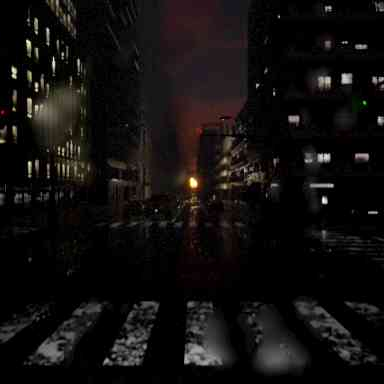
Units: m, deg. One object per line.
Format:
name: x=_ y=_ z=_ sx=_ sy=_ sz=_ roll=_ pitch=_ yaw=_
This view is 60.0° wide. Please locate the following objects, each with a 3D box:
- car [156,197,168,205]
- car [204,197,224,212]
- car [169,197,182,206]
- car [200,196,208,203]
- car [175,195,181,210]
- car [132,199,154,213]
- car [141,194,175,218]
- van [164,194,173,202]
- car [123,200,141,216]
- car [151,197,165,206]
car: x=-5.580 y=1.625 z=61.309 sx=1.802 sy=1.307 sz=4.206 roll=-1 pitch=0 yaw=0
car: x=2.754 y=1.577 z=38.674 sx=2.008 sy=1.369 sz=4.403 roll=-1 pitch=0 yaw=0
car: x=-2.937 y=1.589 z=59.132 sx=2.033 sy=1.411 sz=5.357 roll=0 pitch=0 yaw=1
car: x=2.821 y=1.492 z=72.602 sx=1.967 sy=1.590 sz=4.097 roll=-1 pitch=0 yaw=0
car: x=-3.009 y=1.249 z=43.182 sx=2.150 sy=2.045 sz=5.566 roll=0 pitch=0 yaw=0
car: x=-5.626 y=1.592 z=38.691 sx=1.947 sy=1.339 sz=4.313 roll=-1 pitch=0 yaw=0
car: x=-3.041 y=1.242 z=31.167 sx=2.150 sy=2.045 sz=5.566 roll=0 pitch=0 yaw=0
van: x=-5.549 y=1.397 z=78.273 sx=1.690 sy=1.788 sz=3.998 roll=-1 pitch=0 yaw=0
car: x=-5.638 y=1.547 z=32.866 sx=1.752 sy=1.417 sz=4.829 roll=-1 pitch=0 yaw=0
car: x=-5.592 y=1.584 z=55.654 sx=1.887 sy=1.381 sz=4.507 roll=-1 pitch=0 yaw=0
